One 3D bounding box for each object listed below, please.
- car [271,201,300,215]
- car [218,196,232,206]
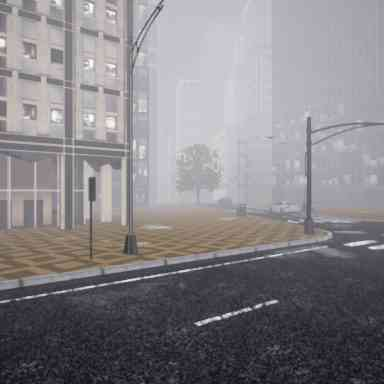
[{"bbox_3d":[10.229,1.714,36.546,1.812,1.442,4.674,0,0,-8],"label":"car"},{"bbox_3d":[6.357,1.757,64.446,2.097,1.767,4.553,0,-1,-7],"label":"car"}]
